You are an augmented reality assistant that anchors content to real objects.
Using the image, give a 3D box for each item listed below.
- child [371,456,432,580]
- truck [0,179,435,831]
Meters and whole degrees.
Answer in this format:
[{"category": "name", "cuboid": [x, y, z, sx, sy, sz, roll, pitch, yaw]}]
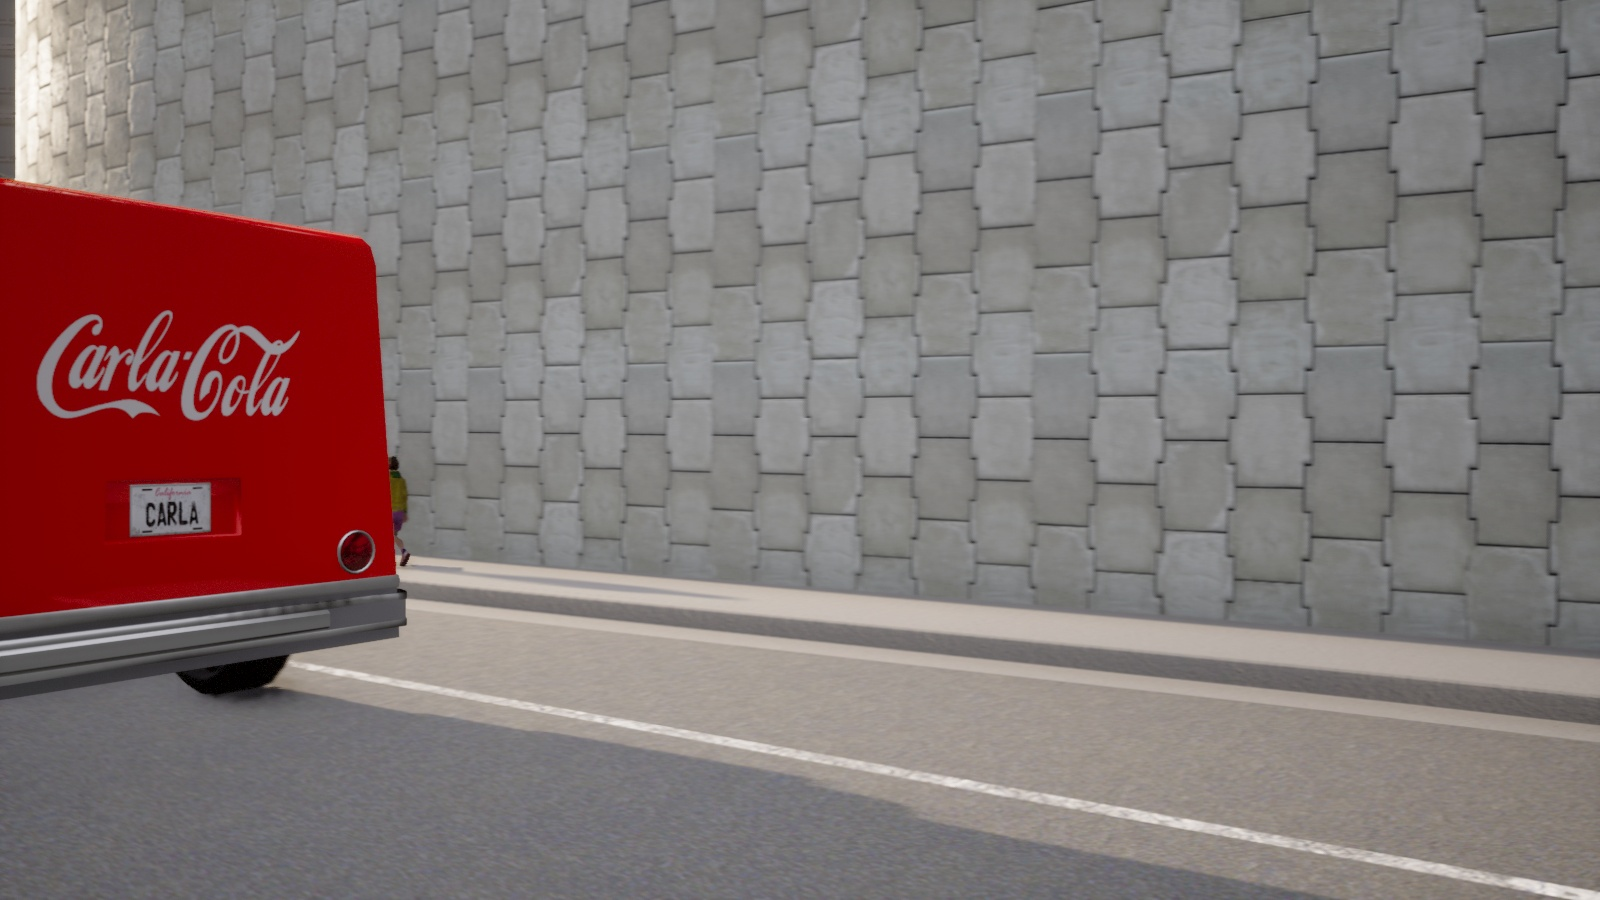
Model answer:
[{"category": "child", "cuboid": [-3.814, 0.637, 12.015, 0.473, 1.160, 0.299, 0, 1, 30]}, {"category": "truck", "cuboid": [-4.786, 0.195, 6.804, 5.204, 2.467, 2.627, 0, 1, 34]}]
